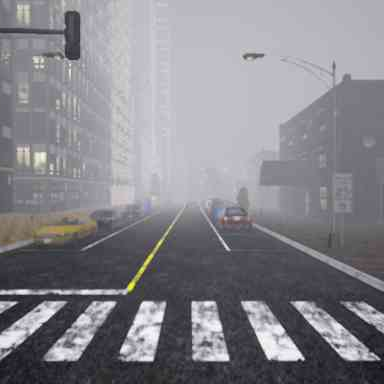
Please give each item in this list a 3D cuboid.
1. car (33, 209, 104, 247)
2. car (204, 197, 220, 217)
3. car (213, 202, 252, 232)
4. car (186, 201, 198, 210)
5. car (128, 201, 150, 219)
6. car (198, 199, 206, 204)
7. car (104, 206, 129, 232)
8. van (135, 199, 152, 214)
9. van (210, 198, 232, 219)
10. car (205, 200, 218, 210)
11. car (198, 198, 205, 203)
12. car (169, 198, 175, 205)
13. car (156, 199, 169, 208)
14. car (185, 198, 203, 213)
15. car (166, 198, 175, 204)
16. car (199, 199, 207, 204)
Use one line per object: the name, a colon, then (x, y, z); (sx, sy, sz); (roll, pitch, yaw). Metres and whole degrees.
car: (-5.846, 1.680, 15.869); (1.752, 1.417, 4.829); (-1, -1, 0)
car: (2.661, 1.638, 32.921); (2.192, 1.841, 5.009); (-1, -1, 0)
car: (2.668, 1.653, 21.632); (1.967, 1.590, 4.097); (-1, -1, 0)
car: (-0.022, 2.120, 53.001); (1.895, 1.301, 4.718); (0, -1, 0)
car: (-5.682, 1.888, 32.970); (1.947, 1.339, 4.313); (-1, -1, 0)
car: (2.643, 2.460, 89.357); (1.802, 1.307, 4.206); (-1, -1, 0)
car: (-5.677, 1.778, 21.682); (1.947, 1.339, 4.313); (-1, -1, 0)
van: (-5.688, 1.718, 38.616); (1.690, 1.788, 3.998); (-1, -1, 0)
van: (2.664, 1.609, 27.277); (1.690, 1.788, 3.998); (-1, -1, 0)
car: (3.124, 2.038, 54.539); (1.837, 1.490, 4.892); (0, -1, 0)
car: (2.640, 2.461, 95.171); (1.752, 1.417, 4.829); (-1, -1, 0)
car: (-5.700, 2.332, 78.120); (1.947, 1.339, 4.313); (-1, -1, 0)
car: (-5.694, 2.122, 61.020); (1.752, 1.417, 4.829); (-1, -1, 0)
car: (-0.018, 1.920, 43.810); (2.128, 1.511, 4.902); (0, -1, 0)
car: (-5.706, 2.318, 89.410); (1.967, 1.590, 4.097); (-1, -1, 0)
car: (2.645, 2.367, 83.713); (1.887, 1.381, 4.507); (-1, -1, 0)
